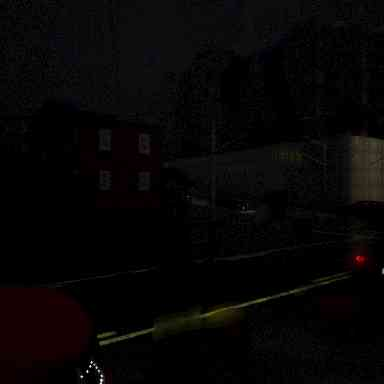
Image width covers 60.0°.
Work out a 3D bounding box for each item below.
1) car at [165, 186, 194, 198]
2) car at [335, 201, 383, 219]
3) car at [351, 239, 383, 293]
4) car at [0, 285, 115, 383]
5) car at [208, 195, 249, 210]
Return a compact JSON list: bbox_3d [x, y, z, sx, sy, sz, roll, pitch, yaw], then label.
[{"bbox_3d":[-1.748,-0.076,45.641,1.895,1.301,4.718,0,9,-36],"label":"car"},{"bbox_3d":[14.850,1.492,28.773,2.128,1.511,4.902,0,0,-36],"label":"car"},{"bbox_3d":[5.579,1.564,7.732,4.181,1.385,1.994,0,0,-35],"label":"car"},{"bbox_3d":[-3.153,1.221,1.518,5.566,2.045,2.150,0,0,-35],"label":"car"},{"bbox_3d":[3.999,1.105,37.592,2.033,1.411,5.357,0,5,-36],"label":"car"}]
